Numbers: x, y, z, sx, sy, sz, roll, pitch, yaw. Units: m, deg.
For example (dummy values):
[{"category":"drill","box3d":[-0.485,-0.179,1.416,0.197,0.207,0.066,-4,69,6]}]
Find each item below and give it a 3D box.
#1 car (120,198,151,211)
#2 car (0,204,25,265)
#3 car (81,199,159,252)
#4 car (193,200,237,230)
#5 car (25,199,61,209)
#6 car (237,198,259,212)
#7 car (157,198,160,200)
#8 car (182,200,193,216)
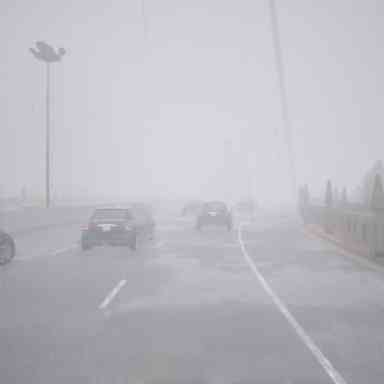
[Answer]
[{"category":"car","box3d":[-7.187,1.526,42.643,1.812,1.442,4.674,0,0,21]},{"category":"car","box3d":[-6.759,1.352,8.803,2.097,1.767,4.553,0,0,2]},{"category":"car","box3d":[-2.924,1.352,14.160,2.097,1.767,4.553,0,0,5]},{"category":"car","box3d":[1.608,1.352,21.574,2.097,1.767,4.553,0,0,10]},{"category":"car","box3d":[-16.619,1.478,36.545,1.882,1.535,5.008,0,0,17]},{"category":"car","box3d":[6.541,1.478,38.813,1.882,1.535,5.008,0,0,21]},{"category":"car","box3d":[-6.474,1.601,53.029,1.895,1.301,4.718,0,0,27]},{"category":"car","box3d":[0.454,1.505,31.934,1.837,1.490,4.892,0,0,16]}]
